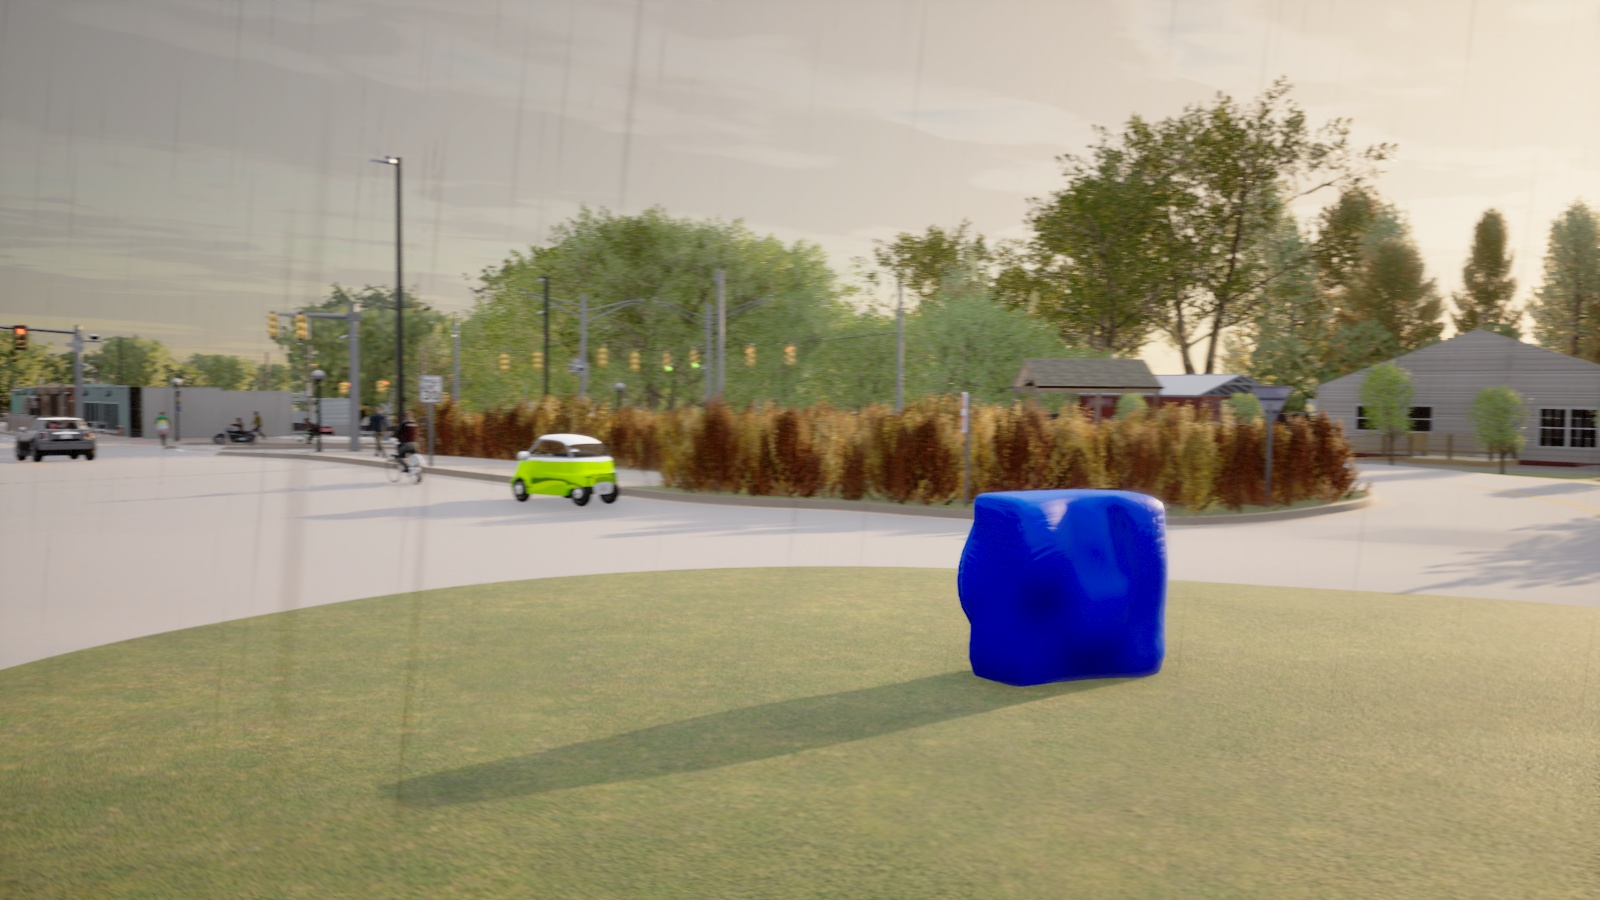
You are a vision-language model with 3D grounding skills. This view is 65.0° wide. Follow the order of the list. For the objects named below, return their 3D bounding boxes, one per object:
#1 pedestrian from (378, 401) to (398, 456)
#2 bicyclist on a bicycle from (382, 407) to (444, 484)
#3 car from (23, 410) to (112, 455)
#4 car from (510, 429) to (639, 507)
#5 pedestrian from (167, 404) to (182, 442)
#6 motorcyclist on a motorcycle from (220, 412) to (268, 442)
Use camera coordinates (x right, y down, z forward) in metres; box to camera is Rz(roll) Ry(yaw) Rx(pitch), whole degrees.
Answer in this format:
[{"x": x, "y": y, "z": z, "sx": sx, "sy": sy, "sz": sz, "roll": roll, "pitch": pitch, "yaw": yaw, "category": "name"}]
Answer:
[{"x": -14.206, "y": -0.753, "z": 43.301, "sx": 0.402, "sy": 1.842, "sz": 0.726, "roll": -2, "pitch": 4, "yaw": -42, "category": "pedestrian"}, {"x": -9.324, "y": -0.132, "z": 30.227, "sx": 0.659, "sy": 1.776, "sz": 1.843, "roll": -2, "pitch": 4, "yaw": -44, "category": "bicyclist on a bicycle"}, {"x": -25.366, "y": -0.613, "z": 43.443, "sx": 1.970, "sy": 1.475, "sz": 3.806, "roll": -1, "pitch": 2, "yaw": -41, "category": "car"}, {"x": -4.578, "y": 0.327, "z": 25.443, "sx": 2.207, "sy": 1.376, "sz": 1.481, "roll": 4, "pitch": 4, "yaw": 40, "category": "car"}, {"x": -33.284, "y": -1.440, "z": 66.841, "sx": 0.659, "sy": 1.952, "sz": 0.873, "roll": 0, "pitch": 3, "yaw": -23, "category": "pedestrian"}, {"x": -31.465, "y": -1.285, "z": 71.090, "sx": 2.350, "sy": 1.649, "sz": 0.766, "roll": 1, "pitch": 0, "yaw": -38, "category": "motorcyclist on a motorcycle"}]
